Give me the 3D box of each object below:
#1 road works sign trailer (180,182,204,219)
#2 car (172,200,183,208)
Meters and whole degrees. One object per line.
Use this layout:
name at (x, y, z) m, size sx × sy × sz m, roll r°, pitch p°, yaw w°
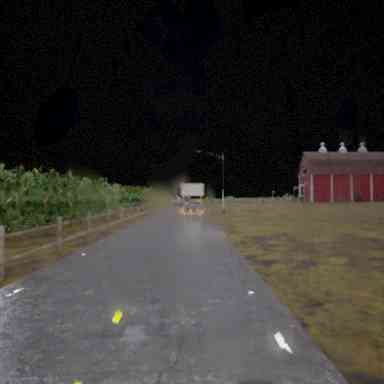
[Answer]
road works sign trailer at (0.015, 0.818, 33.486) m, size 2.380 × 3.560 × 2.880 m, roll 1°, pitch -1°, yaw 0°
car at (-2.785, 2.325, 64.630) m, size 2.033 × 1.411 × 5.357 m, roll 0°, pitch -1°, yaw 0°
